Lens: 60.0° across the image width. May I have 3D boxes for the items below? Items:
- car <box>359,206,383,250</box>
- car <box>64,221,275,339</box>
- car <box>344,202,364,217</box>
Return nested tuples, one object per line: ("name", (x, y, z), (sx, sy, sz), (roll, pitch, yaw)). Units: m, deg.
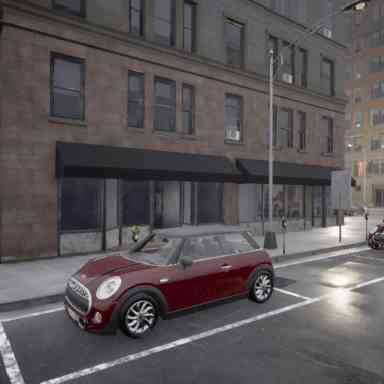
("car", (8.619, 1.445, 12.934), (4.097, 1.590, 1.967), (0, 0, -36))
("car", (-0.314, 1.441, 6.538), (4.097, 1.590, 1.967), (0, 0, -36))
("car", (12.333, 1.253, 29.665), (2.097, 1.767, 4.553), (1, 0, -36))
